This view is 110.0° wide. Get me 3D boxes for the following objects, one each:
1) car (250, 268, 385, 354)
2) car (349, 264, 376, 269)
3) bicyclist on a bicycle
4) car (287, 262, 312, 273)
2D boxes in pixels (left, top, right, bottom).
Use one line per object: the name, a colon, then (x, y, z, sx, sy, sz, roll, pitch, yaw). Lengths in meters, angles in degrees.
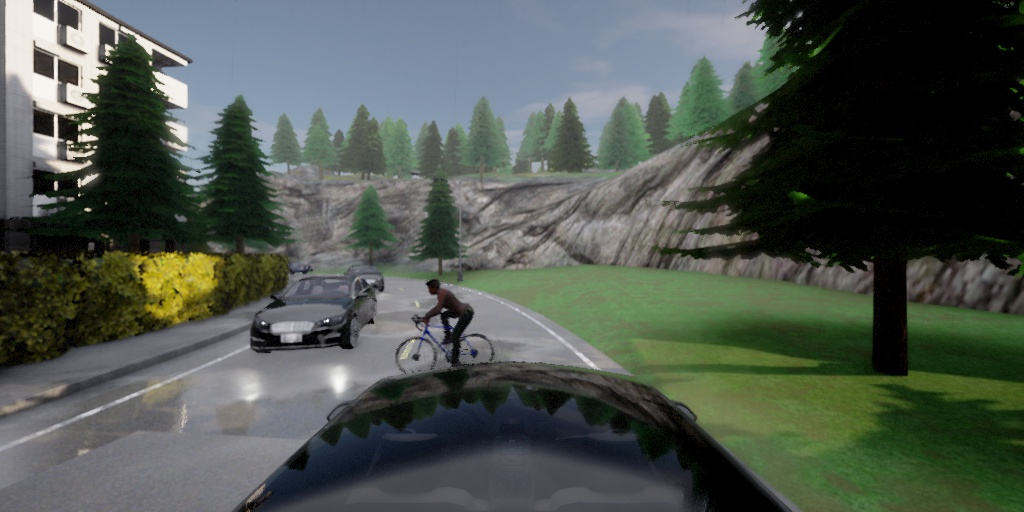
car: (-4.610, 1.245, 9.021, 2.128, 1.511, 4.902, 0, 0, -13)
car: (-8.627, 1.251, 20.800, 2.128, 1.511, 4.902, 0, 0, -28)
bicyclist on a bicycle: (-1.136, 1.204, 6.037, 1.656, 1.620, 0.582, -2, 0, -6)
car: (-24.643, 1.321, 39.594, 5.357, 1.411, 2.033, 0, 0, 17)
